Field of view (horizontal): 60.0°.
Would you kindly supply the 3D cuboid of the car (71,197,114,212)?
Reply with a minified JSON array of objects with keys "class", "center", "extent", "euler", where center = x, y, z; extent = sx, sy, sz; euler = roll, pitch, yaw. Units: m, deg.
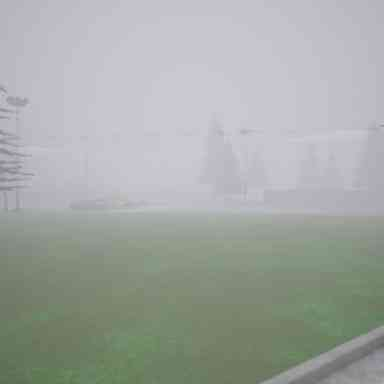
[{"class":"car","center":[-11.623,1.520,38.114],"extent":[4.181,1.385,1.994],"euler":[0,0,12]}]

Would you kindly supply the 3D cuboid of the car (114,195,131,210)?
[{"class":"car","center":[-10.585,1.430,41.470],"extent":[5.008,1.535,1.882],"euler":[0,0,12]}]

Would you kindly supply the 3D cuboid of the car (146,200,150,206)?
[{"class":"car","center":[-8.931,1.542,51.858],"extent":[4.718,1.301,1.895],"euler":[0,0,12]}]

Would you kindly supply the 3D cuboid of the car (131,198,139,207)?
[{"class":"car","center":[-10.187,1.441,44.966],"extent":[4.902,1.511,2.128],"euler":[0,0,12]}]

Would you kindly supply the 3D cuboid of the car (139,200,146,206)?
[{"class":"car","center":[-9.640,1.295,48.428],"extent":[4.553,1.767,2.097],"euler":[0,0,12]}]
